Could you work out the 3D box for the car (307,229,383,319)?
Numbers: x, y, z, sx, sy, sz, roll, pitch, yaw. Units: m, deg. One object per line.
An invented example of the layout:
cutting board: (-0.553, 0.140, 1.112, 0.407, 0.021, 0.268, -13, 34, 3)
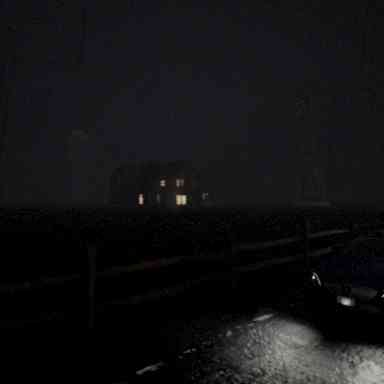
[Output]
car: (4.285, 1.582, 7.232, 4.674, 1.442, 1.812, 0, -1, -43)
